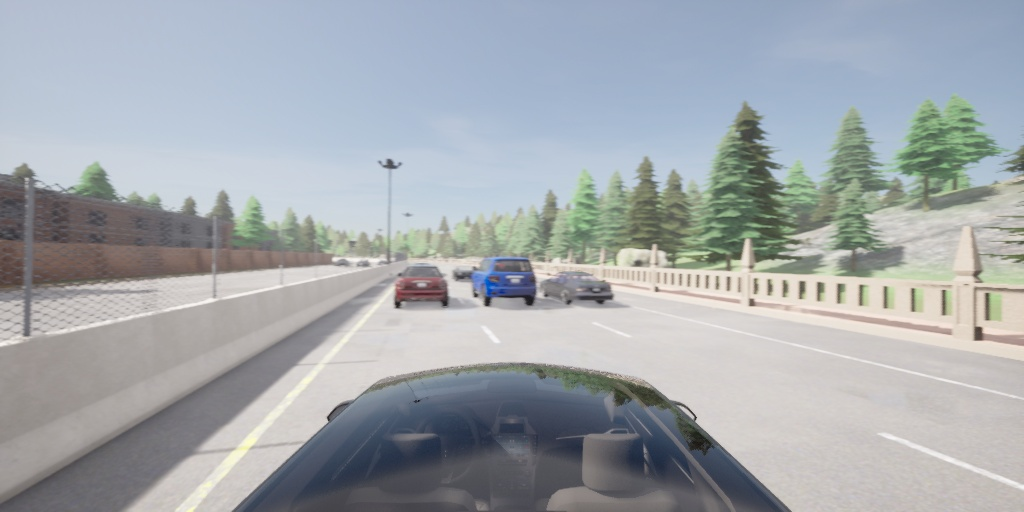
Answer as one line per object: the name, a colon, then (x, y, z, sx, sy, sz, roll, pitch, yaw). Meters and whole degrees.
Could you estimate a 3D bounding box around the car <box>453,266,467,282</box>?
car: (-4.165, 1.494, 31.091, 1.895, 1.301, 4.718, 1, 0, -14)

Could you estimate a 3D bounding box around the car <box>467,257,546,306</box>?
car: (-0.514, 1.061, 16.457, 2.150, 2.045, 5.566, 1, 0, -14)

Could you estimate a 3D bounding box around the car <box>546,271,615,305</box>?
car: (2.885, 1.447, 17.269, 2.033, 1.411, 5.357, 1, 0, -14)

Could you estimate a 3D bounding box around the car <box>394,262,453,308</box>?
car: (-3.925, 1.140, 15.669, 2.097, 1.767, 4.553, 1, -1, -14)
